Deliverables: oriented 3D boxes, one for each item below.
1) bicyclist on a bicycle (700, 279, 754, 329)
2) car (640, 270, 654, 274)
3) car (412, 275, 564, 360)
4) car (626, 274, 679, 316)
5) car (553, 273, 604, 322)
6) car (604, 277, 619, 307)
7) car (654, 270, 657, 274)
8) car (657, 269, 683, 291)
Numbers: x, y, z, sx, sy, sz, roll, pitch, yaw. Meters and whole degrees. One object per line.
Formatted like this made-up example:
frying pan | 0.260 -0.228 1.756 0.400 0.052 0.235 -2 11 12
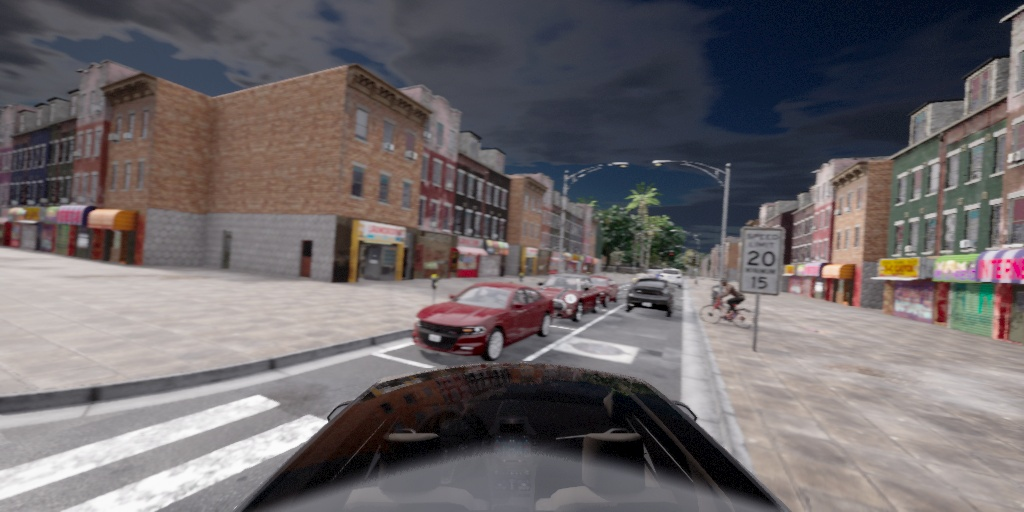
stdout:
bicyclist on a bicycle | 7.482 1.643 12.439 1.656 1.620 0.582 5 0 26
car | 13.621 2.464 37.836 1.751 1.417 4.829 0 0 26
car | -0.445 1.301 8.434 1.888 1.381 4.507 0 0 26
car | 6.565 1.807 16.736 1.837 1.490 4.892 4 0 26
car | 1.909 1.392 13.360 1.967 1.591 4.097 0 0 26
car | 4.267 1.694 18.286 1.888 1.381 4.507 0 0 26
car | 18.406 2.928 47.838 1.802 1.307 4.207 0 0 26
car | 17.861 2.471 40.223 2.150 2.045 5.566 4 0 26
